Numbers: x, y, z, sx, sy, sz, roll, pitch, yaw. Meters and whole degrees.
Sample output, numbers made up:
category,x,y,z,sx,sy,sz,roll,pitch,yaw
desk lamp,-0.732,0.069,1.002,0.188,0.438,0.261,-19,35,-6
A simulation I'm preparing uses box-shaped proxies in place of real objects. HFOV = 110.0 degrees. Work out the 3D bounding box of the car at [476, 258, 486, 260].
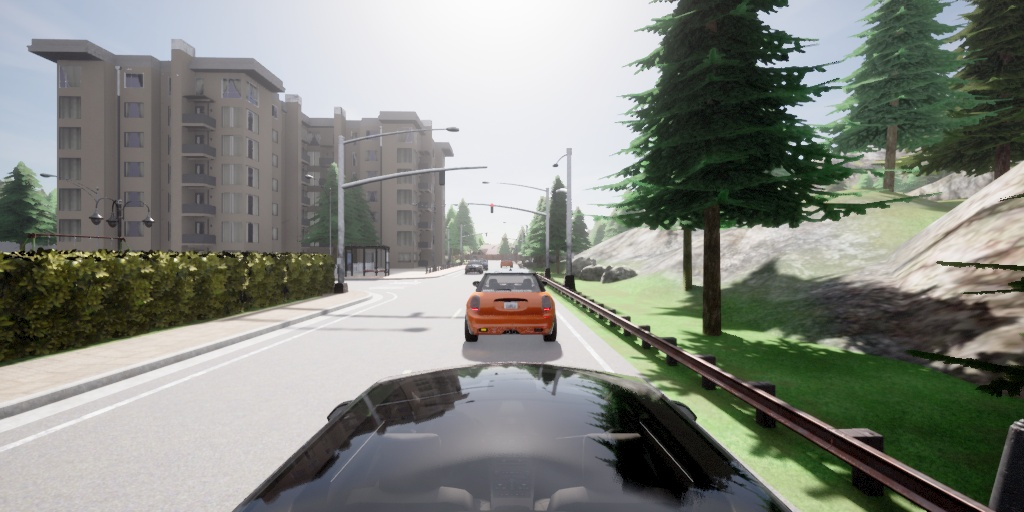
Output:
category,x,y,z,sx,sy,sz,roll,pitch,yaw
car,-4.250,1.254,40.735,1.837,1.490,4.892,0,0,-1

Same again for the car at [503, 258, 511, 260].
category,x,y,z,sx,sy,sz,roll,pitch,yaw
car,-0.904,1.101,61.205,2.097,1.767,4.553,0,0,-1

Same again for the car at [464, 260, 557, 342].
category,x,y,z,sx,sy,sz,roll,pitch,yaw
car,-0.049,1.102,9.948,2.097,1.767,4.553,0,0,-1

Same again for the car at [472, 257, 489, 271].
category,x,y,z,sx,sy,sz,roll,pitch,yaw
car,-4.430,1.102,50.647,2.097,1.767,4.553,0,0,-2
